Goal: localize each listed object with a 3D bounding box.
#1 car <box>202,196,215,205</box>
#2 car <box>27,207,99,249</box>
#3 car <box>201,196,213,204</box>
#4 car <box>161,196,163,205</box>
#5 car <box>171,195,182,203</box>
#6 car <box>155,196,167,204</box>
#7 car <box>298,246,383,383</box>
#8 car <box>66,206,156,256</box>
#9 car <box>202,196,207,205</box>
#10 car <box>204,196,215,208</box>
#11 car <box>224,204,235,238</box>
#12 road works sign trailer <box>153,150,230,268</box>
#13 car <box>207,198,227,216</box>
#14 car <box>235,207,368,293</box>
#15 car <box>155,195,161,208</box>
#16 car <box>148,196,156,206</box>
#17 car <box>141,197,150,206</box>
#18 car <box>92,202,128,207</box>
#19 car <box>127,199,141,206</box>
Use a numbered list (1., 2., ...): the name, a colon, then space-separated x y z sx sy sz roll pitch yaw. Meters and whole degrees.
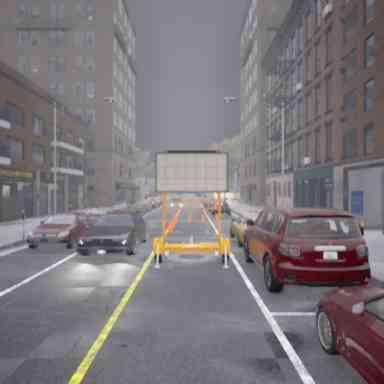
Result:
1. car: 2.599 1.391 52.864 1.802 1.307 4.206 0 0 0
2. car: -5.397 1.526 14.225 1.802 1.307 4.206 0 0 0
3. car: 2.595 1.358 58.383 1.947 1.339 4.313 0 0 0
4. car: -5.422 1.352 47.167 1.752 1.417 4.829 0 0 0
5. car: -2.807 1.261 61.376 1.882 1.535 5.008 0 0 0
6. car: -5.430 1.374 58.375 1.802 1.307 4.206 0 0 0
7. car: 2.636 1.569 3.200 1.802 1.307 4.206 0 0 0
8. car: -2.856 1.496 13.148 2.033 1.411 5.357 0 0 0
9. car: 2.607 1.368 41.998 1.752 1.417 4.829 0 0 0
10. car: 2.611 1.443 36.310 1.802 1.307 4.206 0 0 0
11. car: 2.623 1.469 14.405 1.752 1.417 4.829 0 0 0
12. road works sign trailer: -0.008 0.421 11.080 2.380 3.560 2.880 0 0 0
13. car: 2.616 1.463 30.792 1.802 1.307 4.206 0 0 0
14. car: 2.632 1.281 8.718 2.192 1.841 5.009 0 0 0
15. car: -5.418 1.283 41.818 1.967 1.590 4.097 0 0 0
16. car: -5.414 1.412 36.300 2.008 1.369 4.403 0 0 0
17. car: -5.410 1.447 30.782 1.947 1.339 4.313 0 0 0
18. car: -5.401 1.474 19.744 2.008 1.369 4.403 0 0 0
19. car: -5.405 1.446 25.263 1.887 1.381 4.507 0 0 0
